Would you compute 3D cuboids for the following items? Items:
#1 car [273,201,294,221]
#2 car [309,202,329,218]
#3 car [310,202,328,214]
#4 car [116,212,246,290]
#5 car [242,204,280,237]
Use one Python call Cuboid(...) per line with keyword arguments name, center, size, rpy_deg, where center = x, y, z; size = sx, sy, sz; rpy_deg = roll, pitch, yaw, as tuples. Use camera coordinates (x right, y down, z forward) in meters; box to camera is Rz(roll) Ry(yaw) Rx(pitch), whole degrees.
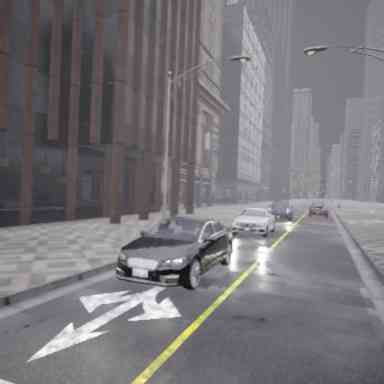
Cuboid(name="car", center=(8.086, 1.591, 30.246), size=(2.097, 1.767, 4.553), rpy_deg=(2, 0, 20))
Cuboid(name="car", center=(13.639, 1.926, 35.794), size=(2.128, 1.511, 4.902), rpy_deg=(2, 0, 22))
Cuboid(name="car", center=(17.362, 2.097, 45.399), size=(2.033, 1.411, 5.357), rpy_deg=(2, 0, 22))
Cuboid(name="car", center=(-0.188, 1.466, 9.279), size=(2.128, 1.511, 4.902), rpy_deg=(2, 0, 22))
Cuboid(name="car", center=(3.615, 1.622, 18.924), size=(1.812, 1.442, 4.674), rpy_deg=(2, 0, 21))
